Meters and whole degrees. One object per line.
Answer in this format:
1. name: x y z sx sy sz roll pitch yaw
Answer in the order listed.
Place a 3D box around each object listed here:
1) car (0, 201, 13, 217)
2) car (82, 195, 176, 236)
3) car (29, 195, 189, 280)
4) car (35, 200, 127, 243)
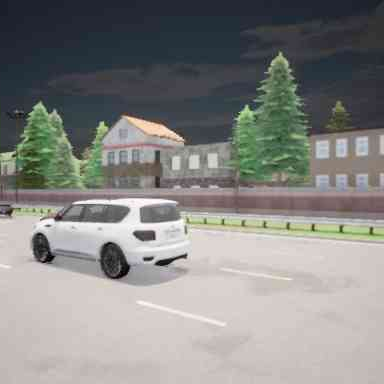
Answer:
1. car: -17.880 1.479 29.642 4.902 1.511 2.128 0 0 35
2. car: -3.811 1.216 19.607 5.566 2.045 2.150 0 0 35
3. car: -2.677 1.218 10.200 5.566 2.045 2.150 0 0 36
4. car: -5.608 1.346 16.589 4.553 1.767 2.097 0 0 35
